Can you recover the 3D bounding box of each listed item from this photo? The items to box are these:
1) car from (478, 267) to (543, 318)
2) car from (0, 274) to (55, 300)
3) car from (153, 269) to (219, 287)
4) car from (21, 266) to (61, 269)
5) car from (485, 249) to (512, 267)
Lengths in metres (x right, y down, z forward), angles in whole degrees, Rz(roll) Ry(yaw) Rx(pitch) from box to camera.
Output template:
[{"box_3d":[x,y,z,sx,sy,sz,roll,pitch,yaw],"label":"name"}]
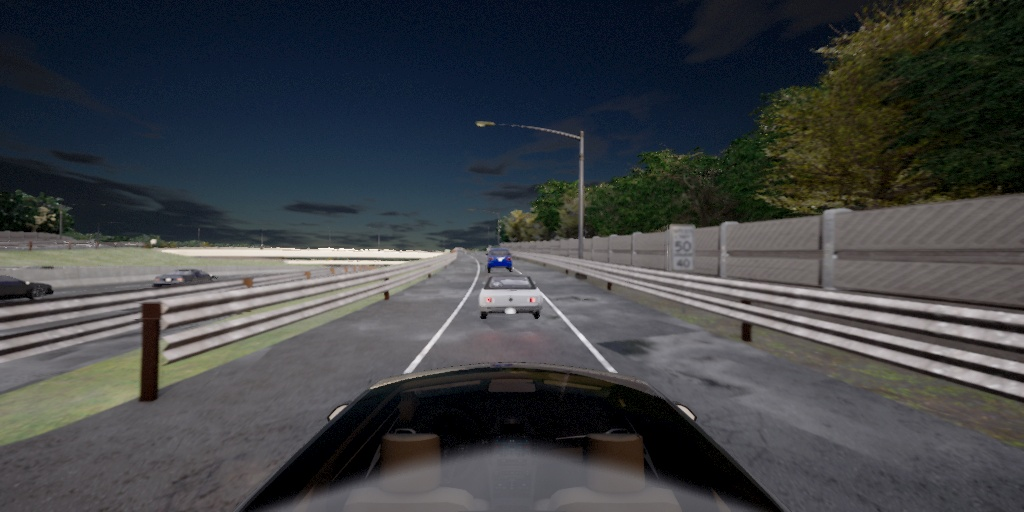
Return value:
[{"box_3d":[-0.099,1.258,12.508,1.895,1.301,4.718,0,1,-2],"label":"car"},{"box_3d":[-23.938,1.497,16.050,2.033,1.411,5.357,1,-1,-18],"label":"car"},{"box_3d":[-23.578,1.672,26.167,2.033,1.411,5.357,1,-1,-18],"label":"car"},{"box_3d":[-44.611,1.685,33.662,1.837,1.490,4.892,1,-2,-18],"label":"car"},{"box_3d":[-1.194,0.341,32.628,2.150,2.045,5.566,0,2,-5],"label":"car"}]
